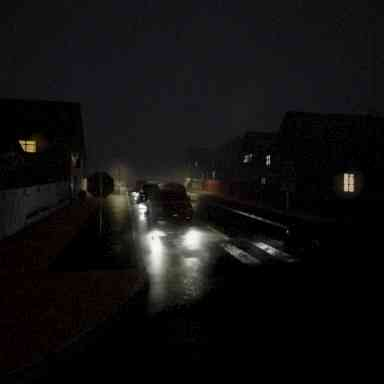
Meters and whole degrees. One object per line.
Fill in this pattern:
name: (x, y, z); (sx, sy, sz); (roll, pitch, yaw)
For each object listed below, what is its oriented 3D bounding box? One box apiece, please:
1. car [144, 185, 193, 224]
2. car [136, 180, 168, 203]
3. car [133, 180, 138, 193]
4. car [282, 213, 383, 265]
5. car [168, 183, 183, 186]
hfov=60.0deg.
car: (-1.242, 0.633, 17.165); (1.882, 1.535, 5.008); (1, 3, -12)
car: (-3.496, 0.063, 28.025); (1.837, 1.490, 4.892); (1, 4, -12)
car: (-6.470, -0.726, 42.424); (1.837, 1.490, 4.892); (1, 3, -11)
car: (5.342, 1.303, 9.051); (5.357, 1.411, 2.033); (6, 5, 34)
car: (-1.851, -0.239, 34.109); (1.882, 1.535, 5.008); (0, 3, -12)
